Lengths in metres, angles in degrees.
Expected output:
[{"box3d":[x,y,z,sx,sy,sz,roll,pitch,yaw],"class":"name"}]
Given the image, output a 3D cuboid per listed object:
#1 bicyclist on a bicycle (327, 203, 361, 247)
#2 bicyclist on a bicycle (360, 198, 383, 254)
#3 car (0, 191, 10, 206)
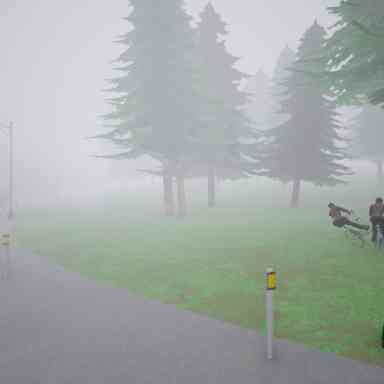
[{"box3d":[5.081,0.995,10.876,1.620,0.582,1.656,43,42,20],"class":"bicyclist on a bicycle"},{"box3d":[5.698,1.002,10.101,0.582,1.620,1.656,-3,0,37],"class":"bicyclist on a bicycle"},{"box3d":[-22.590,0.626,38.719,2.097,1.767,4.553,0,3,-13],"class":"car"}]
